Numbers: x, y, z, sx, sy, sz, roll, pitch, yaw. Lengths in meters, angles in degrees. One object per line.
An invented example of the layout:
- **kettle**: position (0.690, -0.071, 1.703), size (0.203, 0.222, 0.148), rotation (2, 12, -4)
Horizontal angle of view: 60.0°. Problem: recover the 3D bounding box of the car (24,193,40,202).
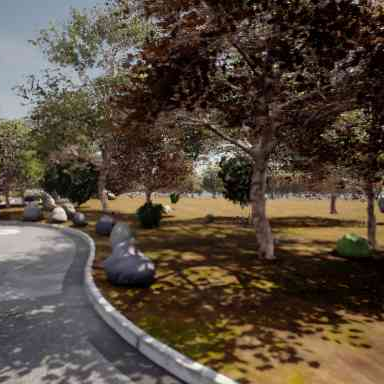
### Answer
- **car**: position (-25.641, 0.870, 52.980), size (1.895, 1.301, 4.718), rotation (-1, 2, -15)
